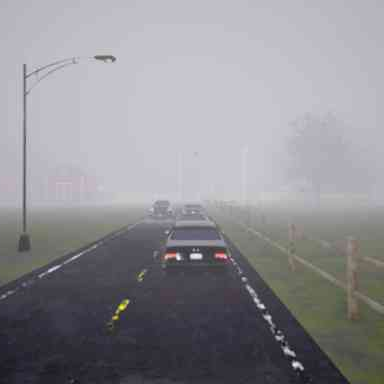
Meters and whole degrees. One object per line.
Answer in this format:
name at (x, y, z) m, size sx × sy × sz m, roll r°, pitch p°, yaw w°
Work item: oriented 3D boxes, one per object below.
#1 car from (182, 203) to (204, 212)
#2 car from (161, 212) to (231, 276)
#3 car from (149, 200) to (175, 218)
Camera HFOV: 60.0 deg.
car at (0.093, 1.720, 29.608) m, size 2.033 × 1.411 × 5.357 m, roll 0°, pitch 0°, yaw 0°
car at (0.096, 1.599, 10.470) m, size 2.033 × 1.411 × 5.357 m, roll 0°, pitch 0°, yaw 0°
car at (-2.802, 1.538, 31.702) m, size 2.097 × 1.767 × 4.553 m, roll 0°, pitch 0°, yaw 1°
